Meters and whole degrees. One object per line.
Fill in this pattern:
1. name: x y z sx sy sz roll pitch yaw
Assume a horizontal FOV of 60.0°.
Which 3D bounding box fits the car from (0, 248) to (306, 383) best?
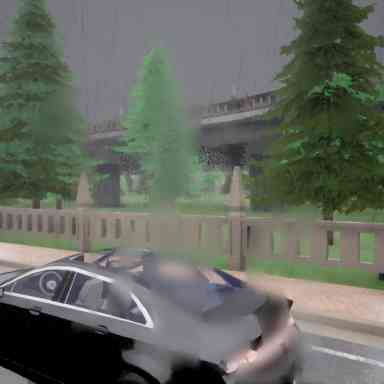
1. car: -1.148 1.492 4.221 4.902 1.511 2.128 0 0 33
